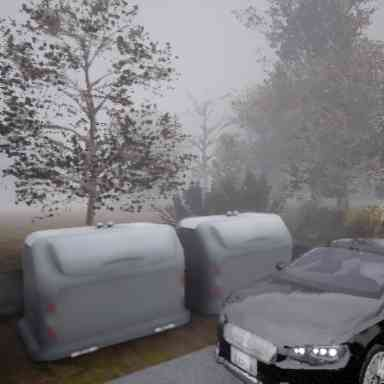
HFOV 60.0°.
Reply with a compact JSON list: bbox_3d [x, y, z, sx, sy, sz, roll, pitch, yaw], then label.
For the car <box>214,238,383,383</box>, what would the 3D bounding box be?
[{"bbox_3d":[2.529,1.494,4.880,4.902,1.511,2.128,0,0,-36],"label":"car"}]
